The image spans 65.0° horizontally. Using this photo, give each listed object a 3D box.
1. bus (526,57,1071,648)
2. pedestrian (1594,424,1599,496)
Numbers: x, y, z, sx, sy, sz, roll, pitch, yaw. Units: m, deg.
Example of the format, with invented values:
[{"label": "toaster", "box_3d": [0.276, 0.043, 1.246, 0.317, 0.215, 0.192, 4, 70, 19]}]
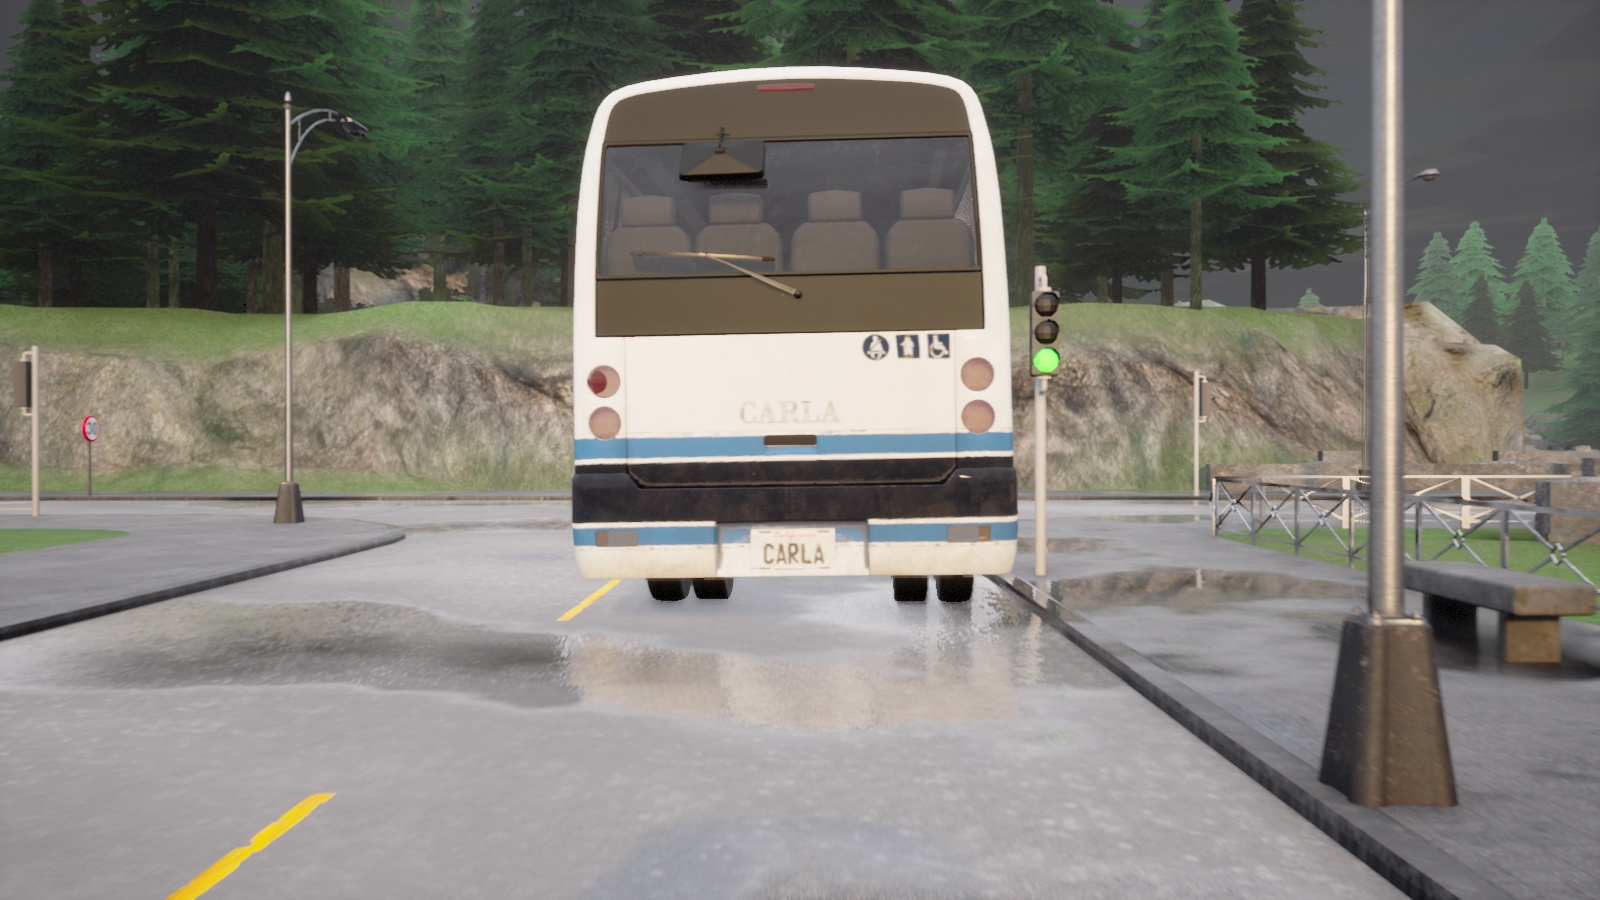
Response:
[{"label": "bus", "box_3d": [0.266, -0.716, 14.345, 3.944, 4.253, 10.273, -1, 0, 3]}, {"label": "pedestrian", "box_3d": [21.953, 0.271, 33.866, 0.788, 1.949, 0.423, 0, 0, 1]}]
